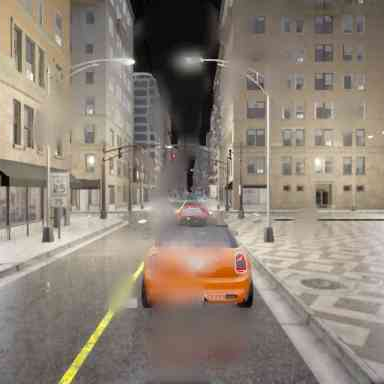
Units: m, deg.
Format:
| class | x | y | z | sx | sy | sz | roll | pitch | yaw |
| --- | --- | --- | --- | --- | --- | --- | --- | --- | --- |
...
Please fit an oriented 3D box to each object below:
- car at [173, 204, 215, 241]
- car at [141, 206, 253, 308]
| class | x | y | z | sx | sy | sz | roll | pitch | yaw |
| --- | --- | --- | --- | --- | --- | --- | --- | --- | --- |
| car | 0.094 | 1.477 | 17.691 | 1.882 | 1.535 | 5.008 | 0 | 0 | 0 |
| car | 0.094 | 1.352 | 8.091 | 2.097 | 1.767 | 4.553 | 0 | 0 | 0 |
